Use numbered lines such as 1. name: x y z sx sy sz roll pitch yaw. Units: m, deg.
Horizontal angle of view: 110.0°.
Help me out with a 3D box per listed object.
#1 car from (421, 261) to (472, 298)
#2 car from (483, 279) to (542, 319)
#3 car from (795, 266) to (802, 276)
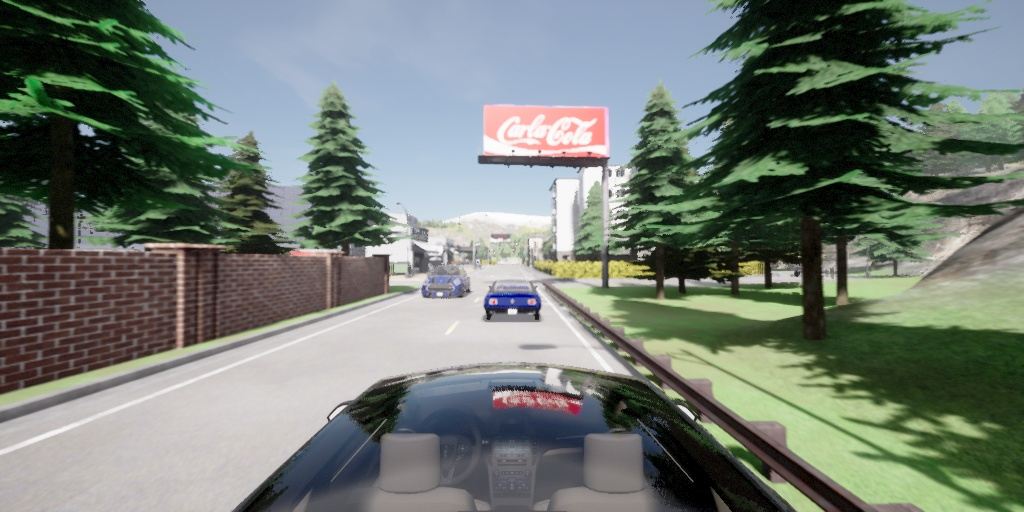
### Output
1. car: -3.537 1.322 19.966 2.097 1.767 4.553 0 -1 1
2. car: 0.039 1.493 13.478 1.895 1.301 4.718 0 -1 1
3. car: 40.599 2.057 49.889 2.033 1.411 5.357 -1 -1 38
